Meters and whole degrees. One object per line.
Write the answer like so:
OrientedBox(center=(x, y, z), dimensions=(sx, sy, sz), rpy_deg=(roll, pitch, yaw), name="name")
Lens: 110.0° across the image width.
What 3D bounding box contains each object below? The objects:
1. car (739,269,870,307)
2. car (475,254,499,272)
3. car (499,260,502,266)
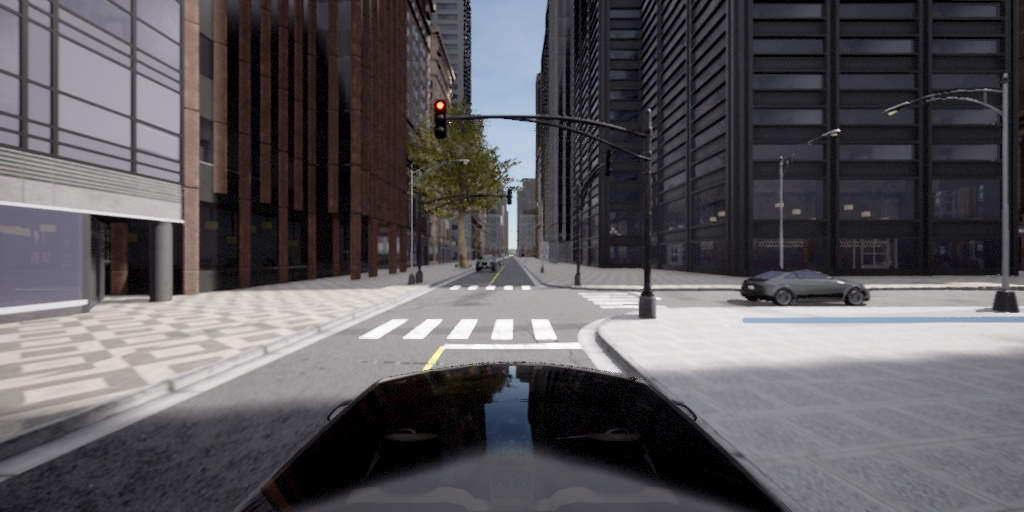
OrientedBox(center=(11.539, 1.206, 14.308), dimensions=(4.181, 1.385, 1.994), rpy_deg=(0, 0, 0), name="car")
OrientedBox(center=(-3.043, 0.818, 42.664), dimensions=(2.150, 2.045, 5.566), rpy_deg=(0, 0, 0), name="car")
OrientedBox(center=(-2.926, 1.093, 63.860), dimensions=(1.812, 1.442, 4.674), rpy_deg=(0, 0, 0), name="car")
